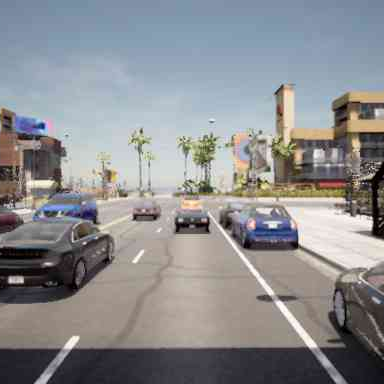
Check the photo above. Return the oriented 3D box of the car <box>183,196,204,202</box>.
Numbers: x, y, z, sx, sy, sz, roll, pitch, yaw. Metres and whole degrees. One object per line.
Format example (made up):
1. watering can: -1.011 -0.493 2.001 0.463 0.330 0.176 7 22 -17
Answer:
1. car: 0.096 1.138 33.704 2.097 1.767 4.553 0 0 2

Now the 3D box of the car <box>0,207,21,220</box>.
1. car: -10.625 1.459 17.202 1.994 1.385 4.181 0 0 0

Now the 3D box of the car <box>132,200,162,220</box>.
1. car: -3.524 1.380 26.593 2.033 1.411 5.357 0 0 0

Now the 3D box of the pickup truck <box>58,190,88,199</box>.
1. pickup truck: -28.992 0.587 81.193 6.274 2.098 2.390 0 0 -1

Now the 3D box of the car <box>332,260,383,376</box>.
1. car: 2.993 1.456 3.684 2.231 1.521 4.892 0 0 9

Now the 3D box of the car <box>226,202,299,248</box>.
1. car: 2.976 1.262 14.459 2.185 1.767 4.553 0 0 -1

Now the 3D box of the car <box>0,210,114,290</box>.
1. car: -3.442 1.449 8.912 1.837 1.490 4.892 0 0 0

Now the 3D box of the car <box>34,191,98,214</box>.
1. car: -7.111 1.104 19.400 2.150 2.045 5.566 0 0 0

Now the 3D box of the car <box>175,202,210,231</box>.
1. car: 0.012 1.478 19.405 1.895 1.301 4.718 0 0 0

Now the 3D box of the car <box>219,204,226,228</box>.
1. car: 2.805 1.347 20.884 2.097 1.535 5.008 0 0 -1
